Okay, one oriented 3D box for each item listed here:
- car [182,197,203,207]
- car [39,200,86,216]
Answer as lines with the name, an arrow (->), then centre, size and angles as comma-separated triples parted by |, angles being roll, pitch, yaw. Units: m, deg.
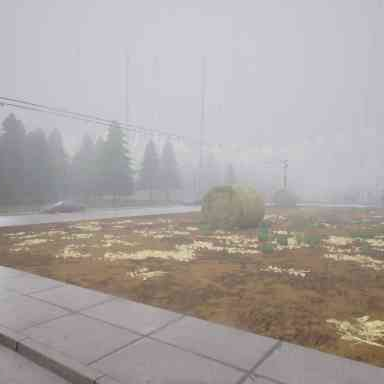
car -> 0.449, 1.533, 50.891 | 1.837, 1.490, 4.892 | 0, -1, 37
car -> -12.789, 1.552, 33.124 | 1.812, 1.442, 4.674 | 0, 0, 37
